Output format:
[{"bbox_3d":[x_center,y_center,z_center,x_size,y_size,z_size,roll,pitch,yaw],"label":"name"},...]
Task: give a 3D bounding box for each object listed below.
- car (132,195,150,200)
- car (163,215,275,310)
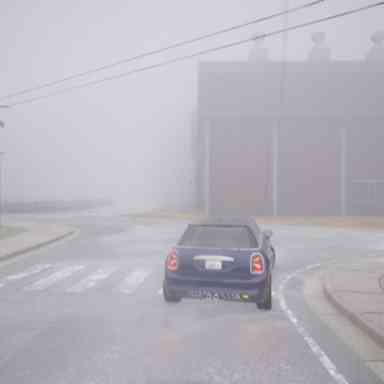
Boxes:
[{"bbox_3d":[-13.849,1.575,89.822,4.718,1.301,1.895,0,0,-14],"label":"car"},{"bbox_3d":[0.870,1.343,8.152,2.097,1.767,4.553,0,0,13],"label":"car"}]
